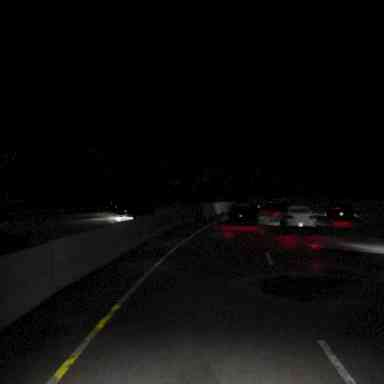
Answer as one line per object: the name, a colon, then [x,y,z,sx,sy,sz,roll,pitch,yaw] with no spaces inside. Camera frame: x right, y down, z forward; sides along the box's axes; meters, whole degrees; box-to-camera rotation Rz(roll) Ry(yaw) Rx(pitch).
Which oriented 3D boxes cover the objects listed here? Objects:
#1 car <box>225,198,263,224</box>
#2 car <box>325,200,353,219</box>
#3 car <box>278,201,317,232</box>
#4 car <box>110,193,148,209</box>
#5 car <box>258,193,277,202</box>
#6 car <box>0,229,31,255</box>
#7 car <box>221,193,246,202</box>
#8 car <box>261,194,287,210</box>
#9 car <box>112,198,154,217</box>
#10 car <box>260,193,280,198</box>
car: [3.911,1.426,24.472,1.882,1.535,5.008,0,0,16]
car: [12.488,1.439,28.221,1.837,1.490,4.892,0,0,20]
car: [6.265,1.485,19.799,1.812,1.442,4.674,0,0,13]
car: [-6.819,1.162,37.042,2.150,2.045,5.566,0,0,21]
car: [16.768,1.210,73.402,2.097,1.767,4.553,0,0,43]
car: [-6.483,1.569,8.839,1.895,1.301,4.718,0,0,6]
car: [6.032,1.143,47.830,2.150,2.045,5.566,0,0,30]
car: [10.382,1.407,40.651,2.128,1.511,4.902,0,0,27]
car: [-5.206,1.507,31.083,1.994,1.385,4.181,0,0,19]
car: [16.130,1.138,67.654,2.150,2.045,5.566,0,0,40]
